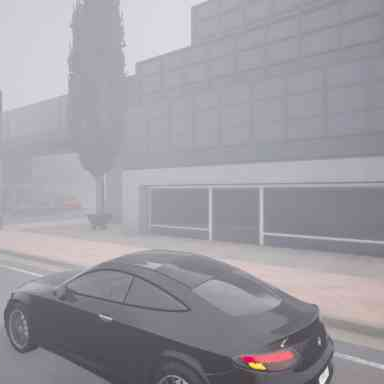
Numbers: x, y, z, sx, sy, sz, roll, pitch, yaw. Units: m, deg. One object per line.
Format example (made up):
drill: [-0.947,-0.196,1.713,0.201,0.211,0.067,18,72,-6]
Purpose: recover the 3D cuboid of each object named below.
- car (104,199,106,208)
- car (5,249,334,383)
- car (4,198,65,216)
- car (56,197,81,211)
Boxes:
car: [-9.379,1.217,41.807,2.150,2.045,5.566,0,1,36]
car: [-0.638,1.526,4.441,4.674,1.442,1.812,0,0,36]
car: [-15.614,1.601,33.140,1.895,1.301,4.718,0,0,36]
car: [-15.475,1.353,39.326,2.097,1.767,4.553,0,0,36]
